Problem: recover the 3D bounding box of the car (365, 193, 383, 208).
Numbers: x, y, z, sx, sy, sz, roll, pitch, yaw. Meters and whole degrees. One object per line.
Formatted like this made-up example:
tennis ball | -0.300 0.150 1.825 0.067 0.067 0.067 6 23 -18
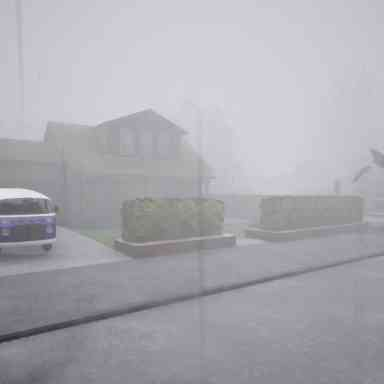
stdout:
car | 23.154 0.985 40.320 3.866 1.878 1.905 0 0 0
